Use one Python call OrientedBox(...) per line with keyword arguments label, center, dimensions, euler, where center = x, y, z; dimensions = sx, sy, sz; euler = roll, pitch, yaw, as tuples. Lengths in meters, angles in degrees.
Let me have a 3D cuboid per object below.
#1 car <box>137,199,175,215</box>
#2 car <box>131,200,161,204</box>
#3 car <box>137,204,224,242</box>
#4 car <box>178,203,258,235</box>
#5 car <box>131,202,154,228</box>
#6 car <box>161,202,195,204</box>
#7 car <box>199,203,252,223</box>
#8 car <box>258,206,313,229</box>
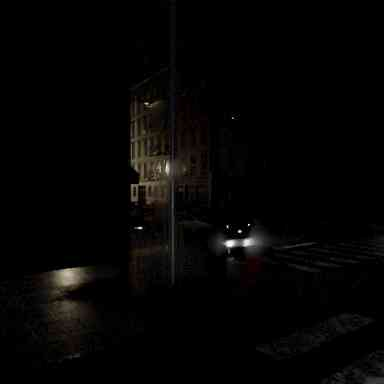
OrientedBox(label="car", center=(-3.846, 1.528, 34.845), dimensions=(1.752, 1.417, 4.829), euler=(0, 0, -35))
OrientedBox(label="car", center=(-4.805, 1.517, 26.733), dimensions=(2.128, 1.511, 4.902), euler=(0, 0, -35))
OrientedBox(label="car", center=(-0.774, 1.554, 16.693), dimensions=(1.752, 1.417, 4.829), euler=(0, 0, -35))
OrientedBox(label="car", center=(0.951, 1.565, 18.691), dimensions=(2.033, 1.411, 5.357), euler=(0, 0, -32))
OrientedBox(label="car", center=(-4.012, 1.584, 21.241), dimensions=(2.008, 1.369, 4.403), euler=(0, 0, -35))
OrientedBox(label="car", center=(-0.608, 1.565, 30.297), dimensions=(1.947, 1.339, 4.313), euler=(0, 0, -35))
OrientedBox(label="car", center=(2.531, 1.578, 25.888), dimensions=(1.802, 1.307, 4.206), euler=(0, 0, -35))
OrientedBox(label="car", center=(5.671, 1.557, 21.479), dimensions=(1.947, 1.339, 4.313), euler=(0, 0, -35))
